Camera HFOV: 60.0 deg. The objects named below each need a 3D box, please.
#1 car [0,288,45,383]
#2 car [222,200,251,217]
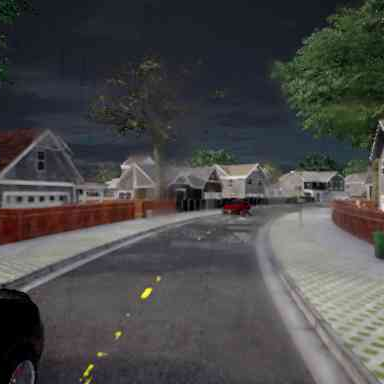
[{"bbox_3d":[-2.607,1.526,1.967,1.812,1.442,4.674,0,0,3],"label":"car"},{"bbox_3d":[4.535,1.584,33.371,1.882,1.535,5.008,0,0,25],"label":"car"}]
